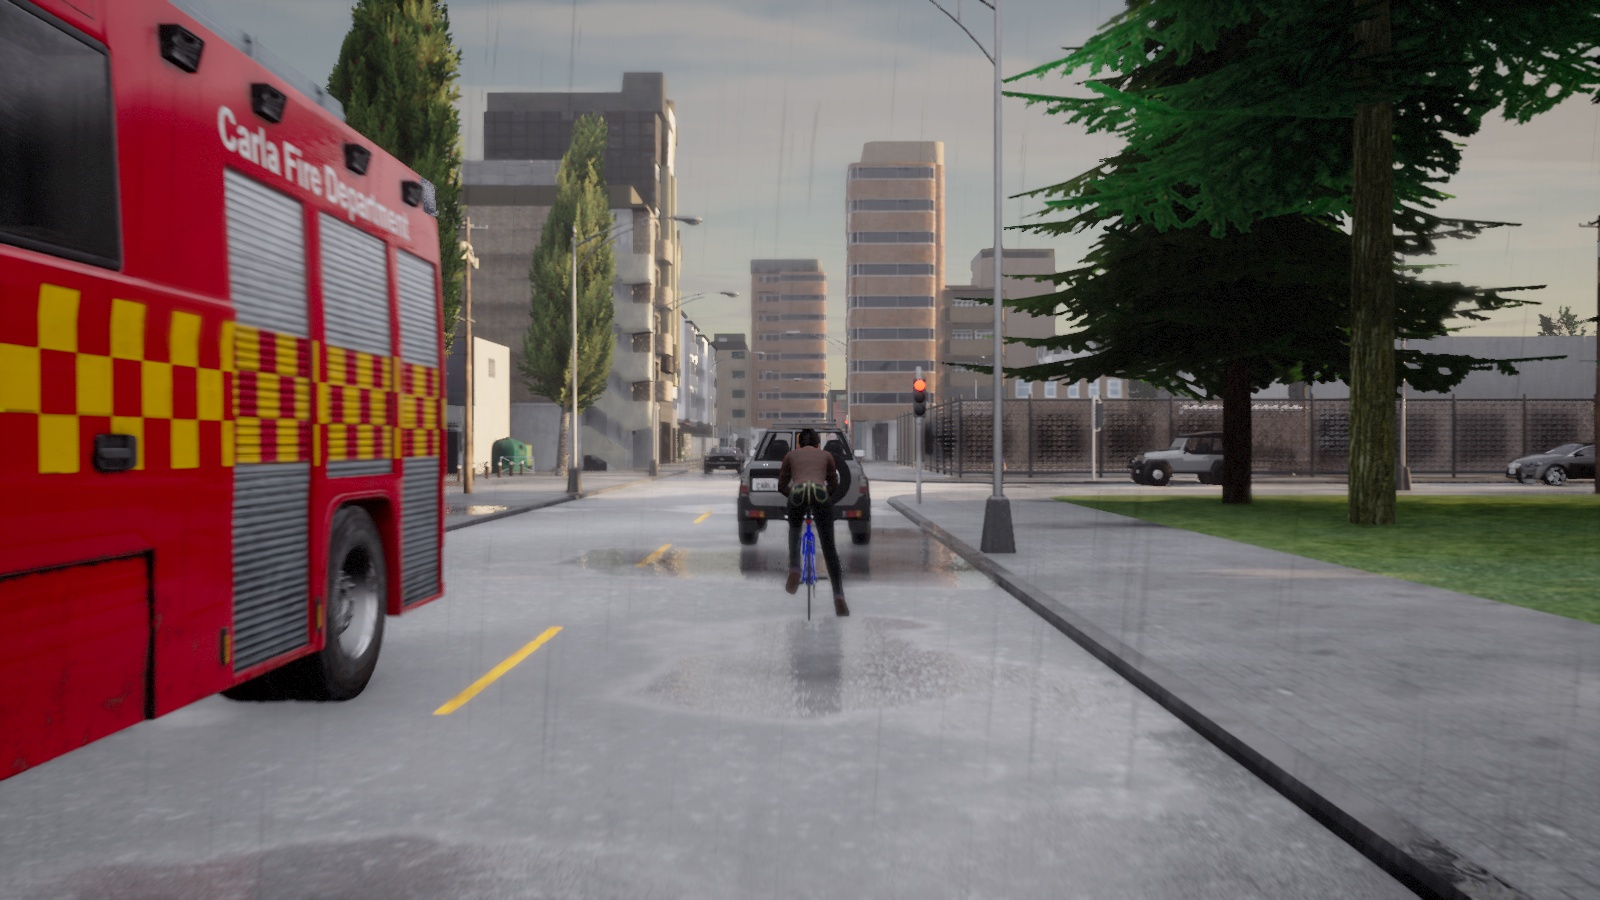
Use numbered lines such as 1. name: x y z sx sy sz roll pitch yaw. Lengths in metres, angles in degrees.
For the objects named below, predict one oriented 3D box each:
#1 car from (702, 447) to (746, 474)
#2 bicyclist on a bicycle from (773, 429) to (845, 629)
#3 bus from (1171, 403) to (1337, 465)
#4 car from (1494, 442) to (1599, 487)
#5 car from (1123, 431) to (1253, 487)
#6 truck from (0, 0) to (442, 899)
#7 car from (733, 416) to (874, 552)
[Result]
1. car: -3.705 0.495 61.883 1.895 1.301 4.718 0 0 0
2. bicyclist on a bicycle: 0.078 0.637 10.984 0.582 1.620 1.656 0 0 0
3. bus: 31.837 -1.103 88.528 10.273 4.253 3.944 0 0 4
4. car: 26.875 0.482 43.112 4.902 1.511 2.128 0 0 0
5. car: 13.285 0.310 43.181 3.866 1.878 1.905 0 0 0
6. truck: -3.957 -0.447 4.500 2.891 3.827 8.468 0 0 0
7. car: 0.099 0.453 19.497 1.932 1.855 4.605 0 0 1
